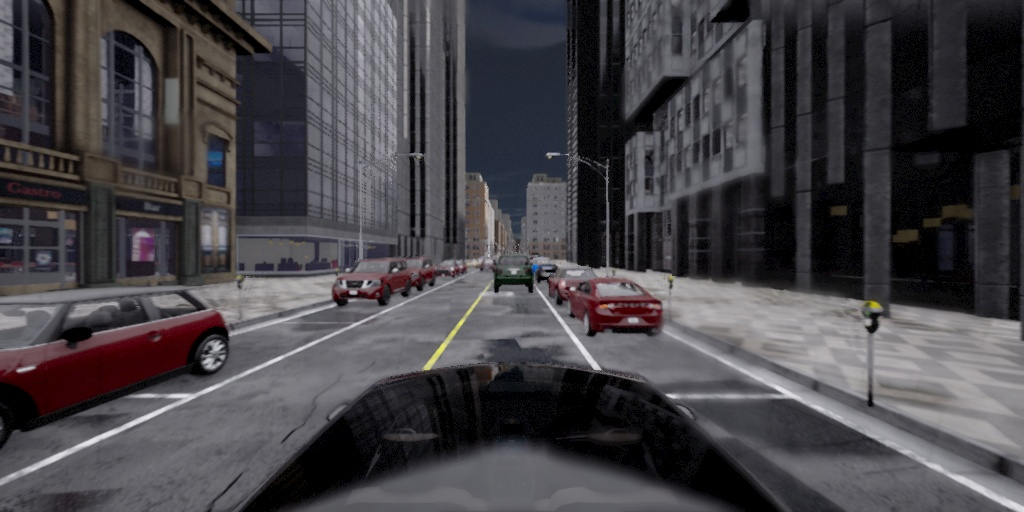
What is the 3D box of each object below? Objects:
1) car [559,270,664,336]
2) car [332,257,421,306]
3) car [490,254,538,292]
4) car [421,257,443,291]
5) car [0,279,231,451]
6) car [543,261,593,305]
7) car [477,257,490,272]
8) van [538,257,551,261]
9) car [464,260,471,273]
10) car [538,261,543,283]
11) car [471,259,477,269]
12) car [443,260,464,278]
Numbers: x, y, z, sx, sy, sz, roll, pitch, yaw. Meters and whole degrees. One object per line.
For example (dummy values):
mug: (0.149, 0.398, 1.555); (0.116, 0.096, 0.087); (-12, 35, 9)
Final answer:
car: (2.664, 1.272, 10.110); (1.888, 1.381, 4.507); (0, 0, 0)
car: (-5.864, 1.026, 15.759); (2.192, 1.841, 5.009); (0, 0, 0)
car: (0.088, 0.920, 20.966); (2.150, 2.045, 5.566); (0, 0, 0)
car: (-5.867, 1.012, 21.397); (2.192, 1.841, 5.009); (0, 0, 0)
car: (-5.860, 1.182, 4.479); (1.967, 1.591, 4.097); (0, 0, 0)
car: (2.661, 1.152, 15.748); (1.967, 1.591, 4.097); (0, 0, 0)
car: (-3.037, 1.186, 45.445); (1.812, 1.442, 4.674); (0, 0, 0)
van: (2.654, 1.015, 32.664); (1.690, 1.789, 3.998); (0, 0, 0)
car: (-5.874, 1.106, 38.315); (1.967, 1.591, 4.097); (0, 0, 0)
car: (2.656, 1.250, 27.026); (1.948, 1.339, 4.313); (0, 0, 0)
car: (-5.885, 1.183, 55.027); (1.751, 1.417, 4.829); (0, 0, 1)
car: (-5.872, 1.114, 32.676); (1.967, 1.591, 4.097); (0, 0, 0)
